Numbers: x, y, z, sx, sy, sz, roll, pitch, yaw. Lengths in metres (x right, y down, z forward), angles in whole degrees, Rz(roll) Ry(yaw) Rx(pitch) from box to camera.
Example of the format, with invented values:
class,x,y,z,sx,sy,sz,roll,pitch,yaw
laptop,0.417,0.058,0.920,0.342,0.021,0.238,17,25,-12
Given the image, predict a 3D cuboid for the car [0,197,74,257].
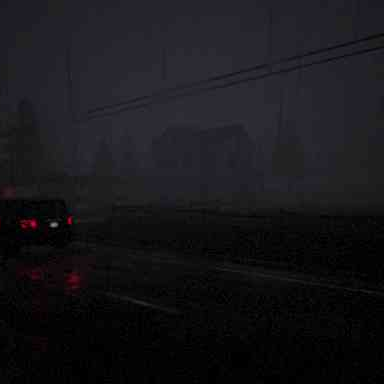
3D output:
class,x,y,z,sx,sy,sz,roll,pitch,yaw
car,-7.015,1.229,13.243,5.566,2.045,2.150,0,0,36
